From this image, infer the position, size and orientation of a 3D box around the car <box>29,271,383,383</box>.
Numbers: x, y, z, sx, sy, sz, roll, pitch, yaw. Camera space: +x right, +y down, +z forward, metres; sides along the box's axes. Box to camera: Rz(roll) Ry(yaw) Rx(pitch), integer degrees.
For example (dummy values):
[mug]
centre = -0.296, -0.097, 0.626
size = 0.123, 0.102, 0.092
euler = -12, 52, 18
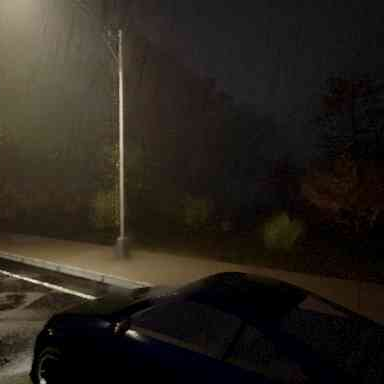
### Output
[car]
centre = 0.186, 1.573, 3.433
size = 4.181, 1.385, 1.994
euler = 0, 0, 36
